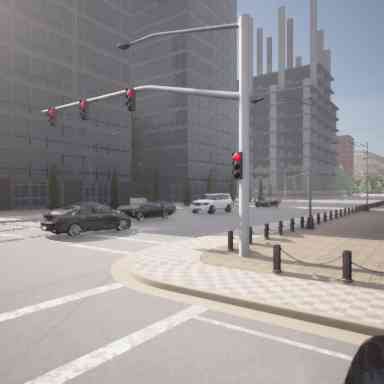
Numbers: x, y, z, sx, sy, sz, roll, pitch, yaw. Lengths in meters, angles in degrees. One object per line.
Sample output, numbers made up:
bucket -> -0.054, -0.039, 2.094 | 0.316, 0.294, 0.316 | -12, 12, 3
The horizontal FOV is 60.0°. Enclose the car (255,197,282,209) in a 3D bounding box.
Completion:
car -> 10.389, 1.422, 45.814 | 1.882, 1.535, 5.008 | 0, 0, 36

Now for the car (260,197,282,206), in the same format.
car -> 13.296, 1.544, 55.708 | 1.895, 1.301, 4.718 | 0, 0, 36

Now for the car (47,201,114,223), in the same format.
car -> -8.485, 1.470, 25.659 | 1.812, 1.442, 4.674 | 0, 0, 38

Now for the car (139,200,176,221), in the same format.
car -> -3.615, 1.545, 26.417 | 1.895, 1.301, 4.718 | 0, 0, 36

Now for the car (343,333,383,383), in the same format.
car -> 3.017, 1.564, 1.816 | 4.181, 1.385, 1.994 | 0, 0, 36

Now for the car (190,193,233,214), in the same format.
car -> 2.120, 1.165, 34.368 | 2.150, 2.045, 5.566 | 0, 0, 36

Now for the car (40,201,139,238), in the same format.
car -> -5.438, 1.449, 17.619 | 1.837, 1.490, 4.892 | 2, 1, 40

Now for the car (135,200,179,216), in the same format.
car -> -3.404, 1.508, 32.695 | 1.994, 1.385, 4.181 | 0, 0, 36

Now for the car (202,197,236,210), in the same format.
car -> 3.481, 1.435, 42.241 | 2.128, 1.511, 4.902 | 0, 0, 36
